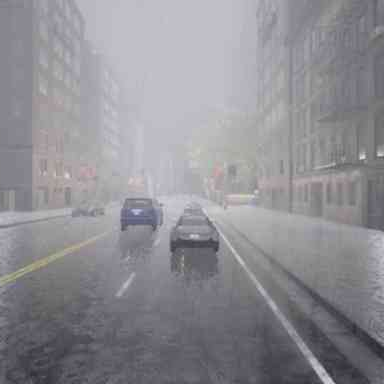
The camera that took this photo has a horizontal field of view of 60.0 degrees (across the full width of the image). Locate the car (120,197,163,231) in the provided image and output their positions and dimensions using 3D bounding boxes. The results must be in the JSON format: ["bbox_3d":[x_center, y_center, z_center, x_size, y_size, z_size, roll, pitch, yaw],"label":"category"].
[{"bbox_3d":[-3.143,1.324,21.611,2.150,2.045,5.566,0,0,0],"label":"car"}]

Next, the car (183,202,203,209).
[{"bbox_3d":[0.109,1.700,31.929,2.033,1.411,5.357,0,0,0],"label":"car"}]

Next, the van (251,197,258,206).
[{"bbox_3d":[12.184,1.681,57.384,3.998,1.788,1.690,0,-1,1],"label":"van"}]

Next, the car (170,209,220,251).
[{"bbox_3d":[0.104,1.632,14.446,1.994,1.385,4.181,0,0,0],"label":"car"}]

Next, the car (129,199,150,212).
[{"bbox_3d":[-6.552,1.708,41.974,1.837,1.490,4.892,0,-1,0],"label":"car"}]

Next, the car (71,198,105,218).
[{"bbox_3d":[-9.831,1.503,31.776,2.097,1.767,4.553,0,0,0],"label":"car"}]
